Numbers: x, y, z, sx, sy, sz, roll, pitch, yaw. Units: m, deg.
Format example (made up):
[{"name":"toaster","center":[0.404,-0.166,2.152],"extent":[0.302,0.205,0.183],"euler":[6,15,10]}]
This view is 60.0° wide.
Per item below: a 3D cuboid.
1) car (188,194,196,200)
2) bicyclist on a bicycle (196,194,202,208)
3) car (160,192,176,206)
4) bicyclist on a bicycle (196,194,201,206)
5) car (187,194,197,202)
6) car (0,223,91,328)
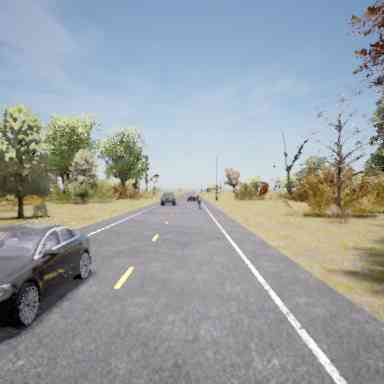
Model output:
[{"name":"car","center":[0.013,1.217,79.378],"extent":[2.033,1.411,5.357],"euler":[0,0,0]},{"name":"bicyclist on a bicycle","center":[0.969,1.295,40.726],"extent":[0.582,1.620,1.656],"euler":[0,0,0]},{"name":"car","center":[-3.557,1.025,50.456],"extent":[2.150,2.045,5.566],"euler":[0,0,0]},{"name":"bicyclist on a bicycle","center":[0.971,1.171,50.967],"extent":[0.659,1.776,1.843],"euler":[0,0,0]},{"name":"car","center":[0.022,1.222,69.515],"extent":[1.837,1.490,4.892],"euler":[0,0,0]},{"name":"car","center":[-3.599,1.465,7.011],"extent":[2.128,1.511,4.902],"euler":[0,0,0]}]
